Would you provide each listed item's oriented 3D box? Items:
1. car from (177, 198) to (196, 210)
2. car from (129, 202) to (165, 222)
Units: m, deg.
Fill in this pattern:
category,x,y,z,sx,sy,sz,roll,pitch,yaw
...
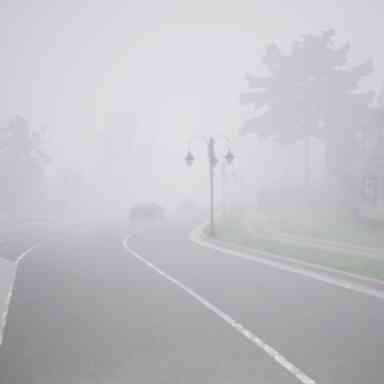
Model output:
category,x,y,z,sx,sy,sz,roll,pitch,yaw
car,-0.660,1.560,43.803,2.128,1.511,4.902,-1,0,11
car,-3.664,1.589,27.869,1.882,1.535,5.008,-1,0,10
